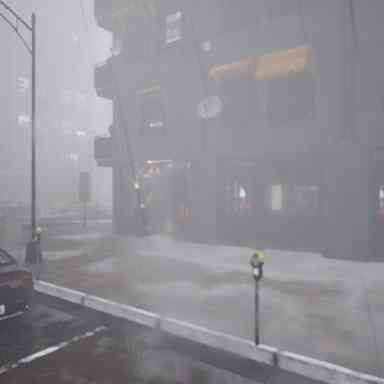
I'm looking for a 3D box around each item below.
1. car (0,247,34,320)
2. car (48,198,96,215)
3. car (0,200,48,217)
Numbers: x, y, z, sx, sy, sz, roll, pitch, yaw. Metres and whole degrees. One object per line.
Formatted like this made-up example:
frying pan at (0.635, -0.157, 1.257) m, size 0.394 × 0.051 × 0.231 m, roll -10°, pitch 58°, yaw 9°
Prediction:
car at (-4.700, 1.552, 6.248) m, size 4.403 × 1.369 × 2.008 m, roll 0°, pitch 0°, yaw 36°
car at (-11.105, 1.253, 30.701) m, size 1.752 × 1.417 × 4.829 m, roll 1°, pitch 1°, yaw 35°
car at (-14.207, 1.354, 26.285) m, size 2.008 × 1.369 × 4.403 m, roll 1°, pitch 1°, yaw 35°
